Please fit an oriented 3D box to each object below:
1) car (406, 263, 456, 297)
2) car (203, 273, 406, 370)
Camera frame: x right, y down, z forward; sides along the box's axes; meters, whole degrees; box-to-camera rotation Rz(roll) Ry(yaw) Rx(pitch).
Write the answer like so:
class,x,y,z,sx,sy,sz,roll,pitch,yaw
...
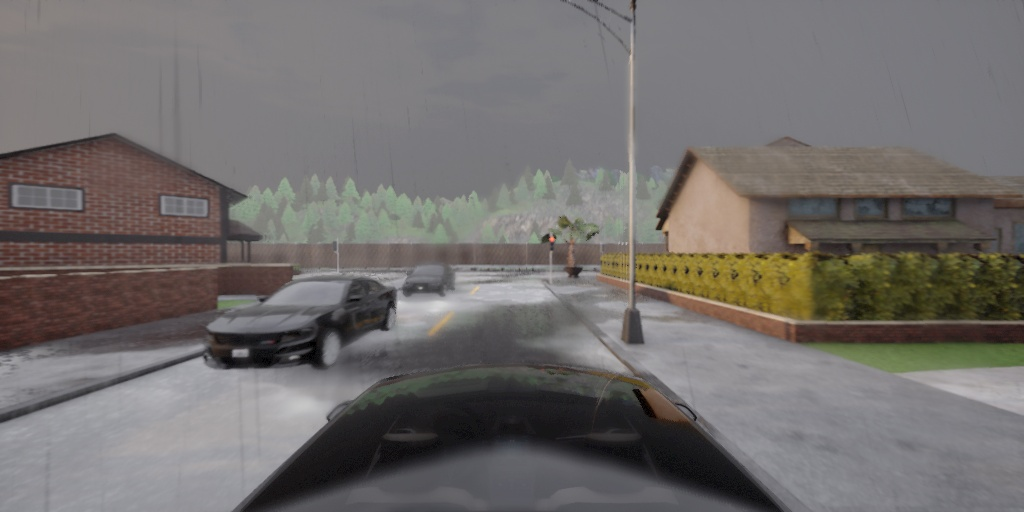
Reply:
class,x,y,z,sx,sy,sz,roll,pitch,yaw
car,-3.987,1.132,18.048,1.837,1.490,4.892,0,0,0
car,-4.076,1.180,7.888,1.882,1.535,5.008,0,0,0
